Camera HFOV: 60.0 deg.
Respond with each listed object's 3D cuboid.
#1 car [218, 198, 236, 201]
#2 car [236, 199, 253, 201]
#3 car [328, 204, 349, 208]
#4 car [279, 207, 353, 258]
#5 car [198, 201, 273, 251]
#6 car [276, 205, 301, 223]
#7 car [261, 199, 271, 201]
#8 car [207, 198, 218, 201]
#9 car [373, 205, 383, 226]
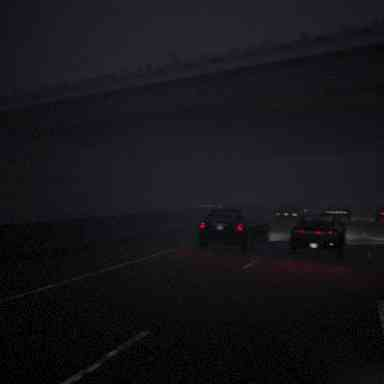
[{"bbox_3d":[7.457,1.902,65.422,1.882,1.535,5.008,0,0,27],"label":"car"},{"bbox_3d":[10.656,2.048,63.997,1.895,1.301,4.718,0,0,27],"label":"car"},{"bbox_3d":[11.867,1.750,26.897,2.128,1.511,4.902,0,0,27],"label":"car"},{"bbox_3d":[5.224,1.614,13.450,2.128,1.511,4.902,0,0,27],"label":"car"},{"bbox_3d":[2.052,1.450,14.929,2.097,1.767,4.553,0,0,27],"label":"car"},{"bbox_3d":[8.294,1.775,27.582,2.033,1.411,5.357,0,0,26],"label":"car"},{"bbox_3d":[13.829,2.017,62.515,2.033,1.411,5.357,0,0,27],"label":"car"},{"bbox_3d":[4.098,1.960,66.514,1.994,1.385,4.181,0,0,27],"label":"car"},{"bbox_3d":[15.004,1.771,25.346,2.128,1.511,4.902,0,0,27],"label":"car"}]
